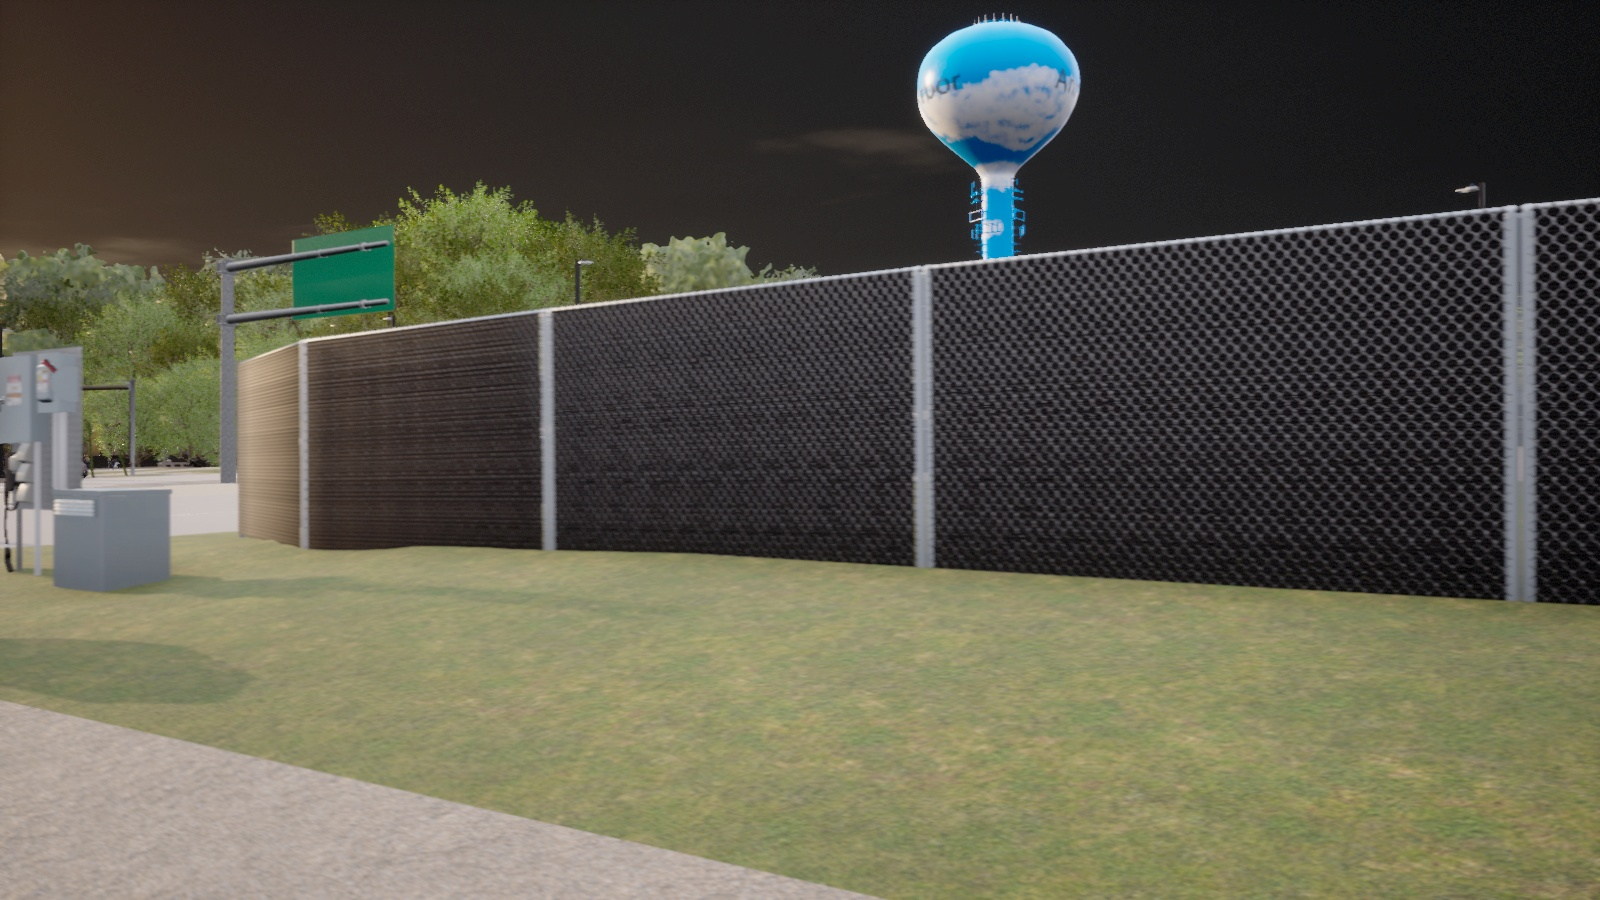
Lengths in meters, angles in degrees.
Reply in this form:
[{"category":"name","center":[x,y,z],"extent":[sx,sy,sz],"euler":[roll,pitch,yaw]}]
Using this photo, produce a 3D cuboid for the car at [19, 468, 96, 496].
[{"category":"car","center":[-45.435,1.944,76.895],"extent":[3.633,1.501,1.845],"euler":[-3,-1,9]}]
